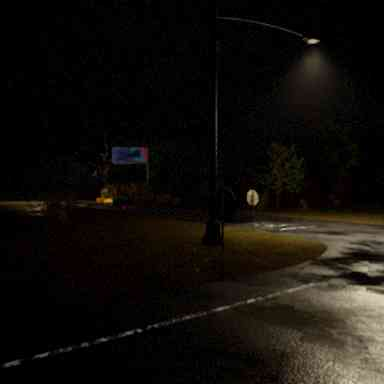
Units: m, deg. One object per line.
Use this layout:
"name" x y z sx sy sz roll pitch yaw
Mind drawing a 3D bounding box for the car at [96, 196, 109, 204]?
"car" -16.127 1.438 61.069 1.882 1.535 5.008 0 0 -34

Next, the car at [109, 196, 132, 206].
"car" -11.329 1.453 53.968 1.882 1.535 5.008 0 0 -33
